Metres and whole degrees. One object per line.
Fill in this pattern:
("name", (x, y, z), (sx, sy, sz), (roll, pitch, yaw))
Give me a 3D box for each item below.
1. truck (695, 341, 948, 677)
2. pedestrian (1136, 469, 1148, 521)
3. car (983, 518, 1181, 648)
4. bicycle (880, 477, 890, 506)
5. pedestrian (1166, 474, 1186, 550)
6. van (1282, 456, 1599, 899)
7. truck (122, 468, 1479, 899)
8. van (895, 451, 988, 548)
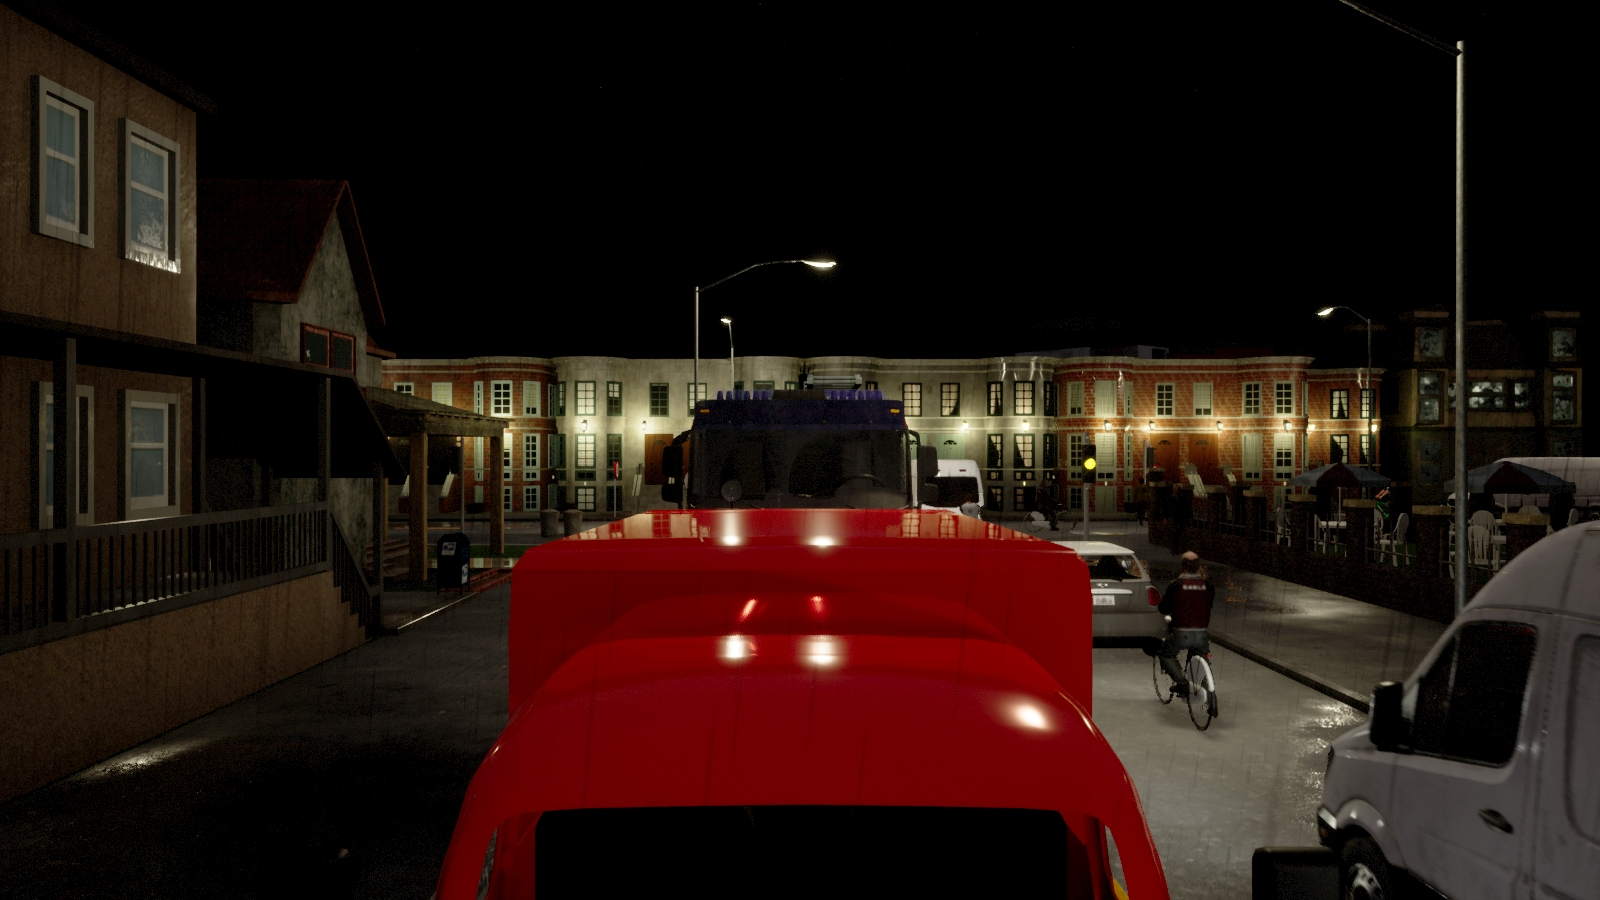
("truck", (0.275, 0.678, 17.256), (2.891, 3.827, 8.468), (0, 0, 0))
("pedestrian", (12.502, 1.646, 41.758), (0.375, 1.860, 0.375), (0, 0, 11))
("car", (3.996, 1.852, 16.834), (1.970, 1.475, 3.806), (0, 0, 0))
("bicycle", (4.005, 1.962, 53.765), (0.329, 1.271, 1.835), (0, 1, 0))
("pedestrian", (9.349, 1.530, 28.430), (0.375, 1.860, 0.375), (0, 0, -1))
("van", (4.009, 1.317, 4.186), (1.988, 2.561, 5.915), (0, 0, 0))
("truck", (-0.002, 1.351, 4.813), (2.627, 2.467, 5.204), (0, 0, 0))
("van", (4.009, 1.329, 33.306), (1.988, 2.561, 5.915), (0, 0, 0))
